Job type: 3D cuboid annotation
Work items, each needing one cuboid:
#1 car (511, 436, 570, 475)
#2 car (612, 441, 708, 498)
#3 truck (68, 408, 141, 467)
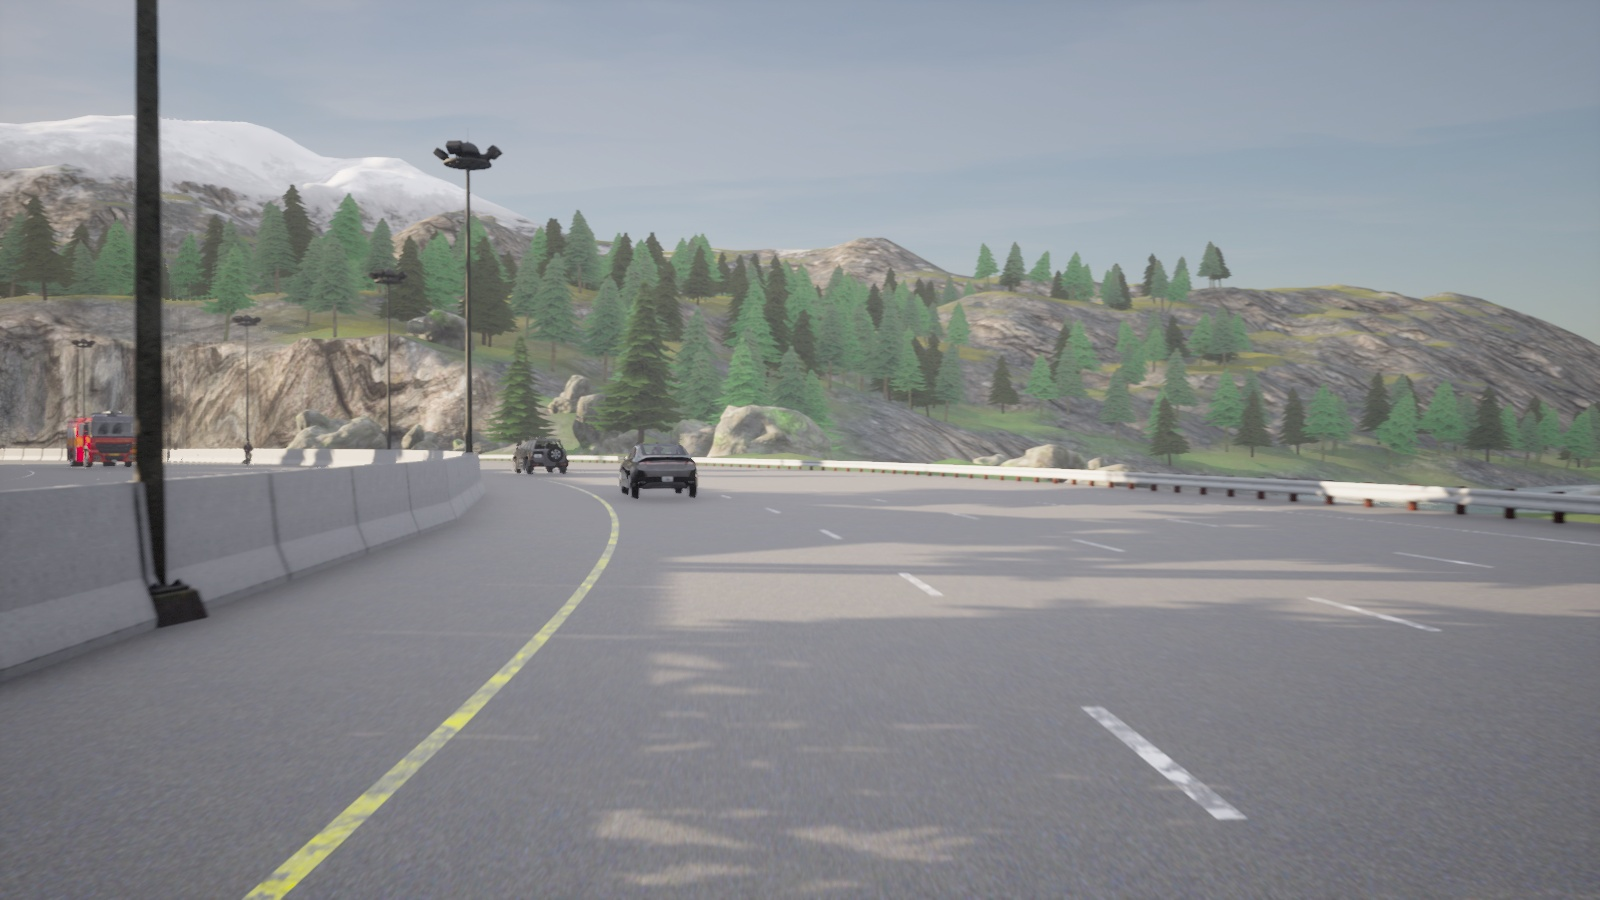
[{"bbox_3d":[-12.888,0.241,62.230,1.932,1.855,4.605,0,0,-24],"label":"car"},{"bbox_3d":[-4.082,0.511,35.882,2.128,1.511,4.902,0,0,-13],"label":"car"},{"bbox_3d":[-47.670,-0.810,85.926,2.891,3.827,8.468,0,0,-39],"label":"truck"}]
